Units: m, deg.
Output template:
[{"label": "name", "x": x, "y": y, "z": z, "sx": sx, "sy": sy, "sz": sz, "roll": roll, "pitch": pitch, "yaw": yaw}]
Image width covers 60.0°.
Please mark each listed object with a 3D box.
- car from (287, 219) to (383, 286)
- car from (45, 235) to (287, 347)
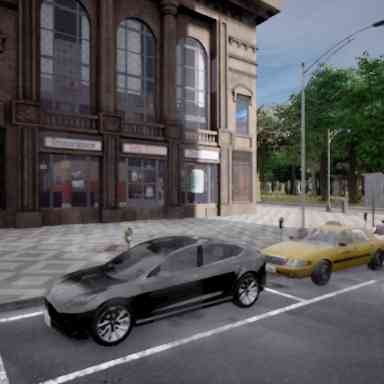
[{"label": "car", "x": 3.851, "y": 1.523, "z": 9.404, "sx": 4.829, "sy": 1.417, "sz": 1.752, "roll": 0, "pitch": 0, "yaw": -36}, {"label": "car", "x": -0.436, "y": 1.565, "z": 6.342, "sx": 4.313, "sy": 1.339, "sz": 1.947, "roll": 0, "pitch": 0, "yaw": -36}]
